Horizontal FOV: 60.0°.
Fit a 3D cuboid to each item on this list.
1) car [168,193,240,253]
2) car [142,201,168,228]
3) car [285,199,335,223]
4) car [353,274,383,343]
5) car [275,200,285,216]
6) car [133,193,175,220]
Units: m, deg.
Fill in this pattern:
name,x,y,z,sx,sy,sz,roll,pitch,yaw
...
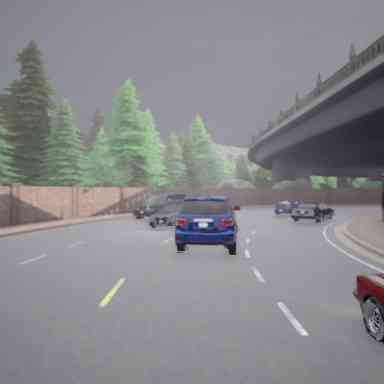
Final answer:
name,x,y,z,sx,sy,sz,roll,pitch,yaw
car,0.755,1.152,13.515,2.150,2.045,5.566,0,0,8
car,-1.003,1.458,20.553,1.994,1.385,4.181,0,0,22
car,8.988,1.421,24.601,2.033,1.411,5.357,0,0,36
car,3.598,1.583,3.421,1.895,1.301,4.718,0,0,0
car,9.112,1.372,29.881,1.812,1.442,4.674,0,0,43
car,-2.290,1.086,26.321,2.150,2.045,5.566,0,0,29
